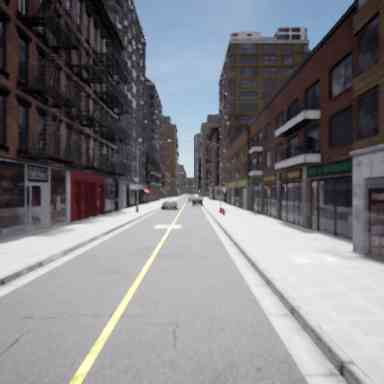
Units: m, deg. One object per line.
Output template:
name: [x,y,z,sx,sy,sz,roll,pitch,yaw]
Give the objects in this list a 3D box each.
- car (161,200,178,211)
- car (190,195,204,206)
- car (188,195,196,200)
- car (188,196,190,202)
car: [-2.833,1.661,42.559,1.994,1.385,4.181,0,0,0]
car: [0.956,1.619,56.815,1.837,1.490,4.892,0,0,0]
car: [0.000,1.536,95.504,1.994,1.385,4.181,0,0,0]
car: [0.001,1.535,75.029,2.033,1.411,5.357,0,0,0]
